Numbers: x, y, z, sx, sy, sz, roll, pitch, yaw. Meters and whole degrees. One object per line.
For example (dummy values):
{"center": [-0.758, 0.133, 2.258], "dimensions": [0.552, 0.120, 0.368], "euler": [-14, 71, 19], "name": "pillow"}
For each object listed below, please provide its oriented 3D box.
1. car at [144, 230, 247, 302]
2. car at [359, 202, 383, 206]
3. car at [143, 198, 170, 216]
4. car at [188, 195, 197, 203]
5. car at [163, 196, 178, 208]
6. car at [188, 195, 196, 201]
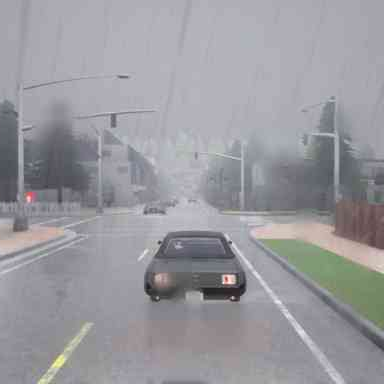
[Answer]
{"center": [0.072, 1.601, 8.219], "dimensions": [1.895, 1.301, 4.718], "euler": [0, 0, 0], "name": "car"}
{"center": [15.313, 1.582, 29.278], "dimensions": [4.718, 1.301, 1.895], "euler": [0, 0, -8], "name": "car"}
{"center": [-3.585, 1.565, 32.795], "dimensions": [1.994, 1.385, 4.181], "euler": [0, 0, 0], "name": "car"}
{"center": [0.037, 1.595, 71.450], "dimensions": [1.895, 1.301, 4.718], "euler": [0, 0, 0], "name": "car"}
{"center": [-3.572, 1.351, 48.982], "dimensions": [2.097, 1.767, 4.553], "euler": [0, 0, 0], "name": "car"}
{"center": [0.039, 1.478, 81.486], "dimensions": [1.882, 1.535, 5.008], "euler": [0, 0, 0], "name": "car"}
